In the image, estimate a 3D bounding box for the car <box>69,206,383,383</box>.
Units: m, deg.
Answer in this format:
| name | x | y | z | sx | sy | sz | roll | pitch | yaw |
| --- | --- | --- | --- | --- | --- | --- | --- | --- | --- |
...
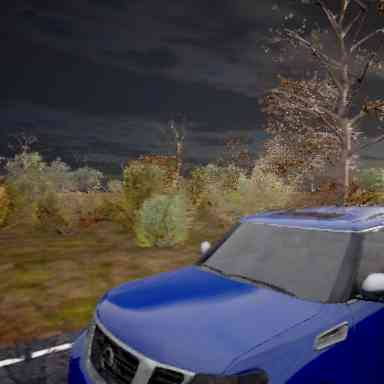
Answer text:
| name | x | y | z | sx | sy | sz | roll | pitch | yaw |
| --- | --- | --- | --- | --- | --- | --- | --- | --- | --- |
| car | 1.507 | 1.232 | 4.045 | 5.566 | 2.045 | 2.150 | 0 | 0 | -37 |
